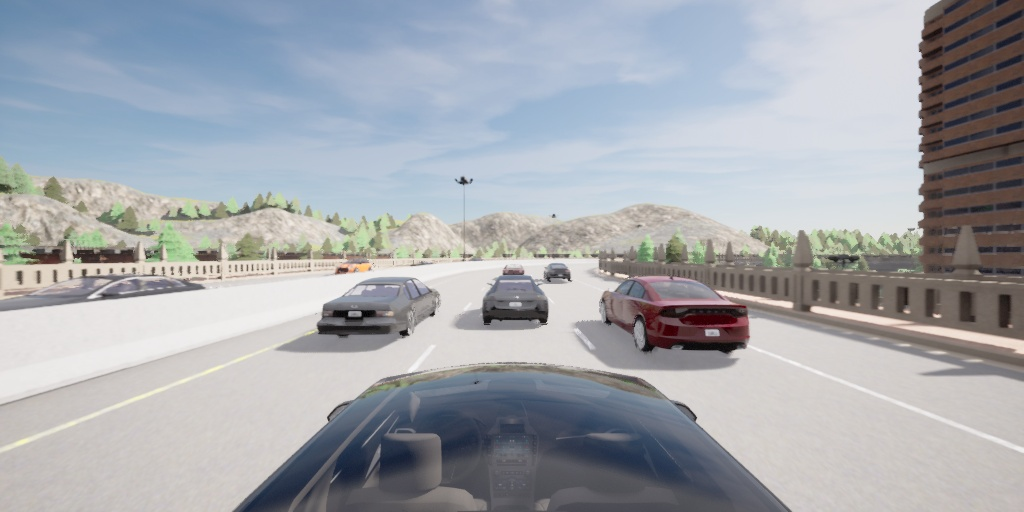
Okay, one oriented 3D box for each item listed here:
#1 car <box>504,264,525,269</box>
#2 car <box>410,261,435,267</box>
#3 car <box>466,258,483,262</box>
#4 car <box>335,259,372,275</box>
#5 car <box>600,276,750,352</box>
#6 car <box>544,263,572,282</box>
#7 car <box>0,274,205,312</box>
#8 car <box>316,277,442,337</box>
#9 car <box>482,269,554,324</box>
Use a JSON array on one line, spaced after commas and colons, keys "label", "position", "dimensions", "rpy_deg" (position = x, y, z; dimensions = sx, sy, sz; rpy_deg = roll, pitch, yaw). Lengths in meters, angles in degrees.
[{"label": "car", "position": [0.209, 1.352, 31.885], "dimensions": [1.895, 1.301, 4.718], "rpy_deg": [0, 0, 2]}, {"label": "car", "position": [-12.113, 1.353, 49.086], "dimensions": [1.895, 1.301, 4.718], "rpy_deg": [0, 0, 11]}, {"label": "car", "position": [-6.156, 1.102, 58.800], "dimensions": [2.097, 1.767, 4.553], "rpy_deg": [0, 0, 17]}, {"label": "car", "position": [-17.023, 1.104, 38.748], "dimensions": [2.097, 1.767, 4.553], "rpy_deg": [0, 0, 5]}, {"label": "car", "position": [3.600, 1.228, 8.915], "dimensions": [1.882, 1.535, 5.008], "rpy_deg": [0, 0, 0]}, {"label": "car", "position": [3.638, 1.277, 29.062], "dimensions": [1.812, 1.442, 4.674], "rpy_deg": [0, 0, 1]}, {"label": "car", "position": [-10.599, 1.242, 9.356], "dimensions": [2.128, 1.511, 4.902], "rpy_deg": [0, 0, 0]}, {"label": "car", "position": [-3.400, 1.298, 10.262], "dimensions": [2.033, 1.411, 5.357], "rpy_deg": [0, 0, 0]}, {"label": "car", "position": [0.099, 1.314, 11.979], "dimensions": [1.994, 1.385, 4.181], "rpy_deg": [0, 0, 0]}]
